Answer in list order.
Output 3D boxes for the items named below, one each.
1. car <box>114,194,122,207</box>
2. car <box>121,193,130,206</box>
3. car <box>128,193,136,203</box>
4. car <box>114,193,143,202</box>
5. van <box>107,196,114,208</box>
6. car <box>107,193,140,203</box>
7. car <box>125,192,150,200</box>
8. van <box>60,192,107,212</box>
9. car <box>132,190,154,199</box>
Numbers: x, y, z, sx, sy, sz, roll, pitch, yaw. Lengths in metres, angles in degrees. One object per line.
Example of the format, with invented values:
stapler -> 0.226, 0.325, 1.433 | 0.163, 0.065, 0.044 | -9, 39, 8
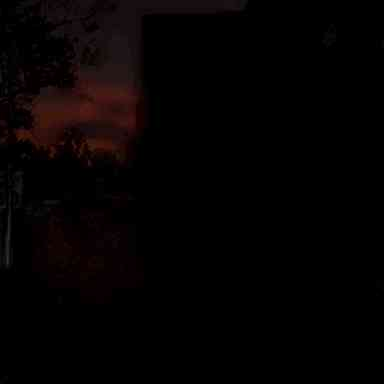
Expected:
car -> -11.815, 1.275, 41.779 | 5.008, 1.535, 2.097 | 2, 1, -19
car -> -11.604, 1.250, 44.843 | 5.366, 1.575, 1.946 | 2, 1, -19
car -> -11.778, 1.075, 53.733 | 5.366, 1.575, 1.946 | 2, 1, -19
car -> -11.467, 0.969, 59.793 | 4.892, 1.521, 2.231 | 2, 1, -19
van -> -11.747, 1.071, 38.828 | 4.442, 1.987, 1.878 | 2, 0, -19
car -> -11.716, 1.018, 56.733 | 5.366, 1.575, 1.946 | 2, 1, -19
car -> -11.266, 0.835, 68.790 | 4.674, 1.452, 2.002 | 2, 1, -19
van -> -11.788, 1.090, 35.827 | 4.442, 1.987, 1.878 | 2, 0, -19
car -> -11.084, 0.559, 74.795 | 4.553, 1.767, 2.185 | 2, 1, -19
